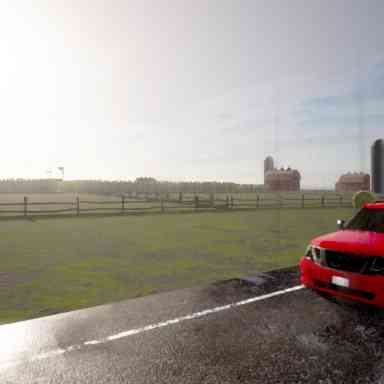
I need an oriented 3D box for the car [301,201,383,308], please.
[{"bbox_3d":[4.861,1.220,7.481,5.566,2.045,2.150,0,0,-36],"label":"car"}]
